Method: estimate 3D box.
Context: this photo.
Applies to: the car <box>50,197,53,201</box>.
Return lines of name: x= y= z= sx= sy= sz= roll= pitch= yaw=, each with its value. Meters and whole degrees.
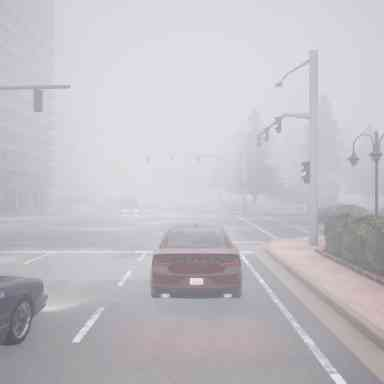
car: x=-35.598 y=1.468 z=79.847 sx=4.181 sy=1.385 sz=1.994 roll=0 pitch=0 yaw=9

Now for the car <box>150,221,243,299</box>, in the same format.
car: x=0.094 y=1.478 z=8.536 sx=1.882 sy=1.535 sz=5.008 roll=0 pitch=0 yaw=0

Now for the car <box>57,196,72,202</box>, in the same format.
car: x=-27.152 y=1.540 z=73.161 sx=5.357 sy=1.411 sz=2.033 roll=0 pitch=0 yaw=24

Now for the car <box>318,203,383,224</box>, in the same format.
car: x=10.867 y=1.560 z=22.928 sx=4.892 sy=1.490 sz=1.837 roll=0 pitch=0 yaw=0

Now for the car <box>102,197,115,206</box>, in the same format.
car: x=-13.588 y=1.547 z=56.329 sx=2.033 sy=1.411 sz=5.357 roll=0 pitch=0 yaw=-34

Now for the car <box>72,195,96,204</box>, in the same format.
car: x=-20.439 y=1.492 z=64.392 sx=4.902 sy=1.511 sz=2.128 roll=0 pitch=0 yaw=42

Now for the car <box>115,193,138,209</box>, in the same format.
car: x=-9.042 y=1.221 z=46.690 sx=2.150 sy=2.045 sz=5.566 roll=0 pitch=0 yaw=-20

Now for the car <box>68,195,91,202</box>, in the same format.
car: x=-25.773 y=1.478 z=76.370 sx=5.008 sy=1.535 sz=1.882 roll=0 pitch=0 yaw=24

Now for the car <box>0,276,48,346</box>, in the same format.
car: x=-3.428 y=1.547 z=3.309 sx=2.033 sy=1.411 sz=5.357 roll=0 pitch=0 yaw=0
